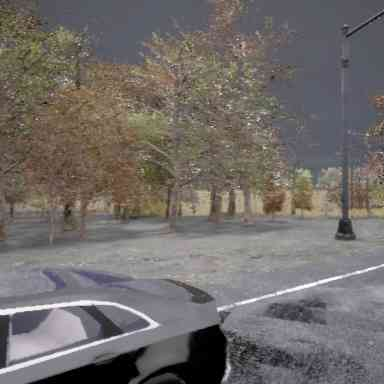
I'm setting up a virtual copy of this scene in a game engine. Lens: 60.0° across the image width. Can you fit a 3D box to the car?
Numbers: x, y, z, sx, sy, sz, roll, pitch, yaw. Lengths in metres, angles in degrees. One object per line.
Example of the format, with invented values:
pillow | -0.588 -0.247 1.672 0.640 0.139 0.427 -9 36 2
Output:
car | -1.905 1.491 2.627 4.902 1.511 2.128 0 0 -35
